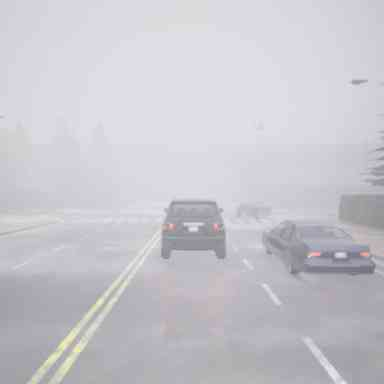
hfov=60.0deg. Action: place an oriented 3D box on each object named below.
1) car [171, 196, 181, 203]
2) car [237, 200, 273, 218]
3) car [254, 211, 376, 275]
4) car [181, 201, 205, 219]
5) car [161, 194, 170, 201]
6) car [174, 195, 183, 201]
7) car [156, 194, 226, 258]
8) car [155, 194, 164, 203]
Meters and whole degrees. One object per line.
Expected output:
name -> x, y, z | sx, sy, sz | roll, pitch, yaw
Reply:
car -> -3.508, 1.551, 72.331 | 1.994, 1.385, 4.181 | 0, 0, 0
car -> 5.477, 1.456, 28.696 | 1.837, 1.490, 4.892 | -3, -1, 31
car -> 3.545, 1.547, 10.395 | 2.033, 1.411, 5.357 | 0, 0, 1
car -> 0.069, 1.512, 29.747 | 1.994, 1.385, 4.181 | 0, 0, 0
car -> -6.981, 1.351, 88.261 | 2.097, 1.767, 4.553 | 0, 0, 0
car -> -3.483, 1.536, 87.854 | 2.033, 1.411, 5.357 | 0, 0, 0
car -> 0.063, 1.223, 12.926 | 2.150, 2.045, 5.566 | 0, 0, 0
car -> -7.008, 1.523, 72.579 | 2.128, 1.511, 4.902 | 0, 0, 0
